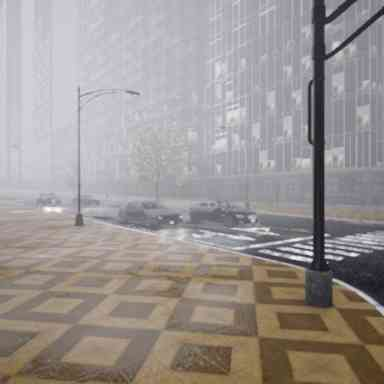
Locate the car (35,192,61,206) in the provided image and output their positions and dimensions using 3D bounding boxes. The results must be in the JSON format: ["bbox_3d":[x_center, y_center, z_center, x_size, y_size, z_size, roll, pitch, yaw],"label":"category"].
[{"bbox_3d":[-16.242,0.774,37.527,2.128,1.511,4.902,0,1,-38],"label":"car"}]

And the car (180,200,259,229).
[{"bbox_3d":[1.765,1.227,19.755,2.128,1.511,4.902,0,1,-38],"label":"car"}]

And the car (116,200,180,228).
[{"bbox_3d":[-2.722,1.231,20.207,2.033,1.411,5.357,0,1,-38],"label":"car"}]

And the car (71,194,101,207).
[{"bbox_3d":[-11.893,0.931,37.214,1.895,1.301,4.718,0,1,-38],"label":"car"}]
